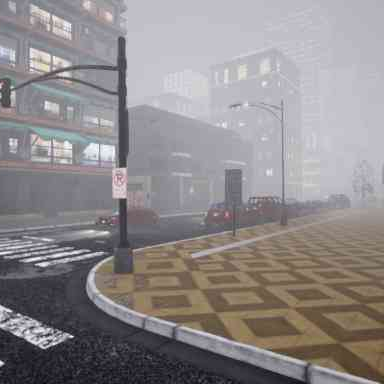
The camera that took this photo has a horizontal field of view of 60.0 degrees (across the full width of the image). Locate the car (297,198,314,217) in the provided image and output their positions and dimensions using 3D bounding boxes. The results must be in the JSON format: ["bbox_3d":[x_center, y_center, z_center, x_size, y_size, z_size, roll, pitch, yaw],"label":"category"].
[{"bbox_3d":[9.146,1.471,29.724,1.802,1.307,4.206,-1,0,36],"label":"car"}]

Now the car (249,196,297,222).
[{"bbox_3d":[5.830,1.216,25.219,2.192,1.841,5.009,-1,0,36],"label":"car"}]

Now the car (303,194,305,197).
[{"bbox_3d":[22.572,1.440,61.293,1.752,1.417,4.829,-1,0,36],"label":"car"}]

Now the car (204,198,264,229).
[{"bbox_3d":[2.519,1.353,20.712,1.967,1.590,4.097,-1,0,36],"label":"car"}]

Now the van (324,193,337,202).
[{"bbox_3d":[29.297,1.230,70.444,1.690,1.788,3.998,-1,0,36],"label":"van"}]

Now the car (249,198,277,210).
[{"bbox_3d":[9.321,1.489,43.267,1.752,1.417,4.829,-1,0,36],"label":"car"}]

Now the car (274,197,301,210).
[{"bbox_3d":[12.443,1.454,43.285,1.812,1.442,4.674,-1,-1,37],"label":"car"}]

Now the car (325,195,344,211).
[{"bbox_3d":[15.771,1.415,38.737,2.008,1.369,4.403,-1,0,36],"label":"car"}]

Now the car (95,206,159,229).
[{"bbox_3d":[-3.990,1.552,21.002,1.994,1.385,4.181,-1,0,36],"label":"car"}]

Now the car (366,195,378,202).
[{"bbox_3d":[35.647,1.334,65.776,1.887,1.381,4.507,-1,0,36],"label":"car"}]

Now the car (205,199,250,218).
[{"bbox_3d":[3.396,1.440,31.044,1.882,1.535,5.008,-1,0,36],"label":"car"}]

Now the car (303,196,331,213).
[{"bbox_3d":[12.458,1.422,34.231,1.887,1.381,4.507,-1,0,36],"label":"car"}]

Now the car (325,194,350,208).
[{"bbox_3d":[19.081,1.168,43.245,2.192,1.841,5.009,-1,0,36],"label":"car"}]
